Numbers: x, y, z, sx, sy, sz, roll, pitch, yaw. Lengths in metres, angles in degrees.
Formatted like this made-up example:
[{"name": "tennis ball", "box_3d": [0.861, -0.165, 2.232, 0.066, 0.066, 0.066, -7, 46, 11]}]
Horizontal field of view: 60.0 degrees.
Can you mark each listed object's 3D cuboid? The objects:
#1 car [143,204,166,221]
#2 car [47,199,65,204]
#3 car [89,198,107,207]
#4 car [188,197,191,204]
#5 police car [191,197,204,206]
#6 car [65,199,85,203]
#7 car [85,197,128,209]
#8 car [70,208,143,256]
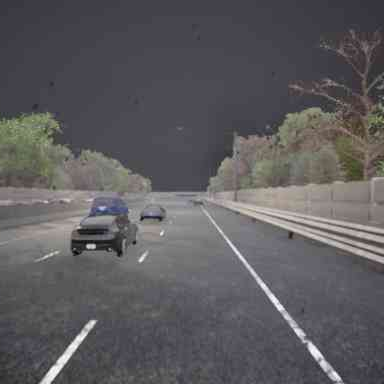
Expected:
[{"name": "car", "box_3d": [-3.396, 1.787, 29.635, 1.994, 1.385, 4.181, 0, 0, 0]}, {"name": "car", "box_3d": [-24.490, 2.018, 60.704, 2.033, 1.411, 5.357, 0, 0, 0]}, {"name": "car", "box_3d": [-17.496, 1.965, 62.065, 1.882, 1.535, 5.008, 0, 0, 0]}, {"name": "car", "box_3d": [0.020, 2.181, 83.761, 1.837, 1.490, 4.892, 0, -1, 0]}, {"name": "police car", "box_3d": [1.241, 1.943, 65.105, 1.930, 1.638, 5.238, 0, -1, 0]}, {"name": "car", "box_3d": [-20.997, 1.976, 61.242, 2.128, 1.511, 4.902, 0, 0, 0]}, {"name": "car", "box_3d": [-6.893, 1.433, 28.206, 2.150, 2.045, 5.566, 0, 0, 0]}, {"name": "car", "box_3d": [-3.398, 1.604, 13.621, 1.837, 1.490, 4.892, 0, 0, 0]}]
